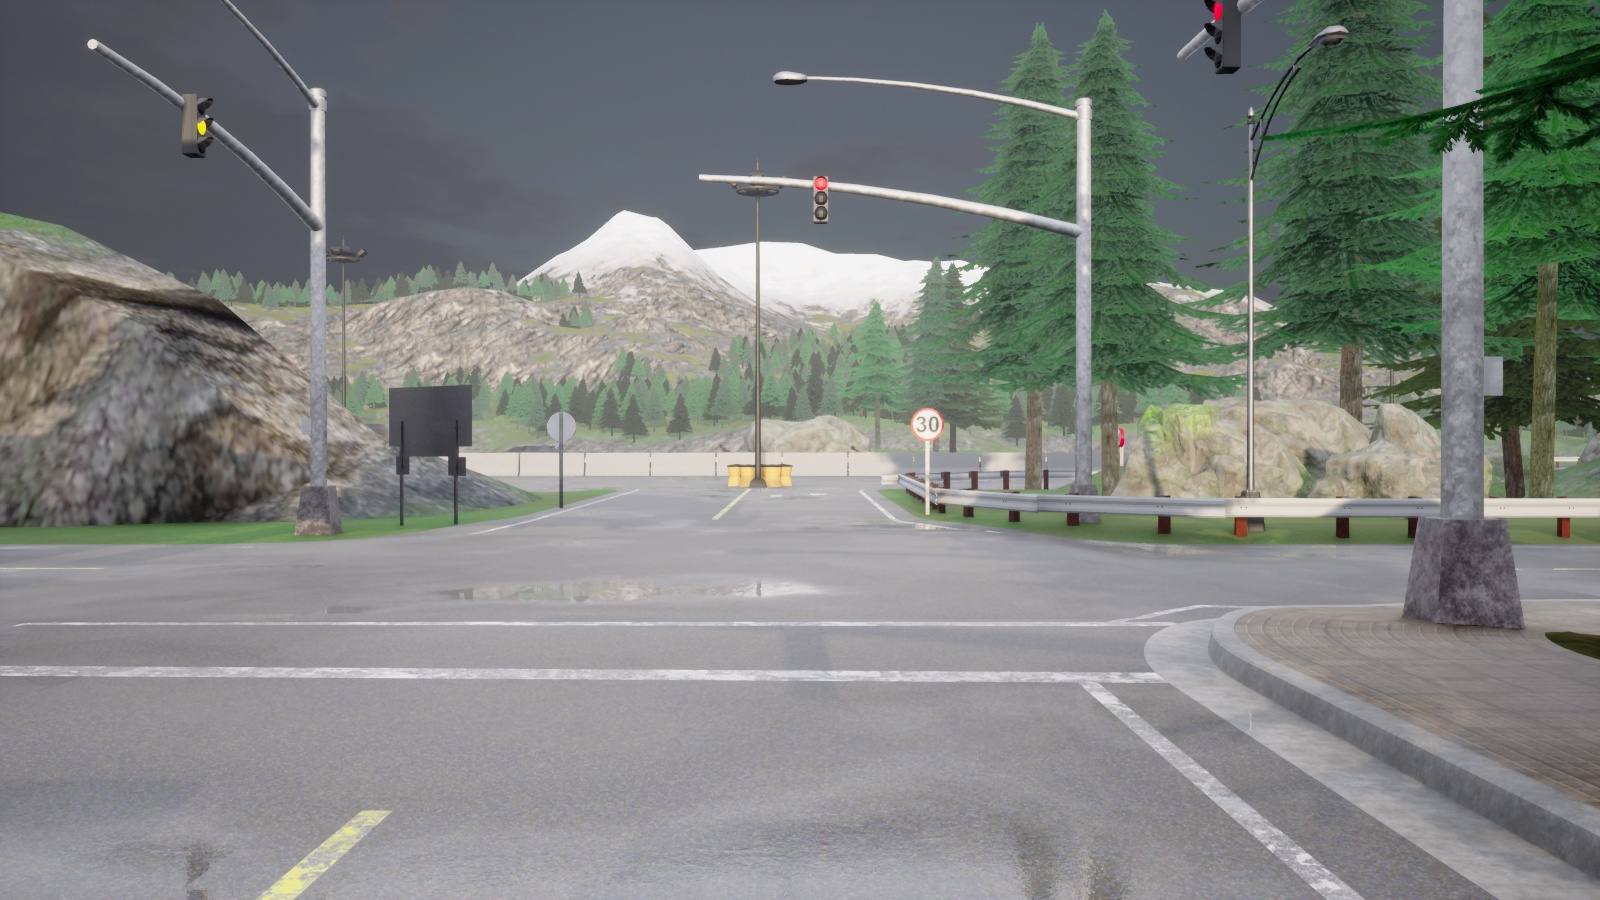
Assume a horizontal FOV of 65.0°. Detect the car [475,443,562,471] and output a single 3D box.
[{"bbox_3d":[-17.181,0.425,76.803,4.856,1.649,2.033,0,0,0],"label":"car"}]
